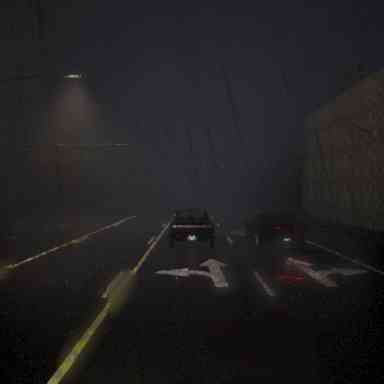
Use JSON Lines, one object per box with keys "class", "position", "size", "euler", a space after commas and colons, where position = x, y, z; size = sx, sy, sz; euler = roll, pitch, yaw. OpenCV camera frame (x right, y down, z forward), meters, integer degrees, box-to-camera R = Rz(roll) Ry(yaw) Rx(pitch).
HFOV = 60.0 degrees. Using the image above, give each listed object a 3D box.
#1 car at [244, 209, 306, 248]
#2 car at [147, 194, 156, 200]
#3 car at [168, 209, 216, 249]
{"class": "car", "position": [3.500, 1.515, 14.650], "size": [1.837, 1.490, 4.892], "euler": [0, 0, 0]}
{"class": "car", "position": [-10.500, 1.236, 86.181], "size": [2.097, 1.767, 4.553], "euler": [0, 0, 0]}
{"class": "car", "position": [0.000, 1.494, 14.650], "size": [2.128, 1.511, 4.902], "euler": [0, 0, 0]}
